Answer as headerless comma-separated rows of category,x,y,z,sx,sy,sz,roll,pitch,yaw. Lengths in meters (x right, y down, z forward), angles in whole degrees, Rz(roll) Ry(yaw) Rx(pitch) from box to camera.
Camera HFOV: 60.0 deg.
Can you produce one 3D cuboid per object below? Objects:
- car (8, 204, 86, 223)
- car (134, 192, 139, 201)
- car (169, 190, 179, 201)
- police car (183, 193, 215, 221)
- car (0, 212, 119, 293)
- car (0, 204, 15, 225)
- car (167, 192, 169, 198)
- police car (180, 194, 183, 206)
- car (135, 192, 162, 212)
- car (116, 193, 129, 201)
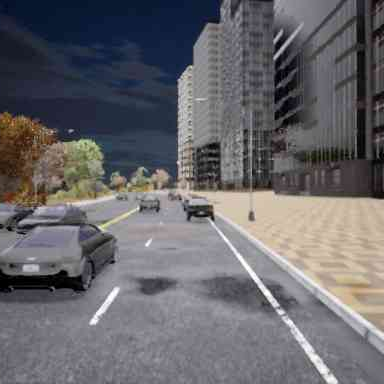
car,-6.837,1.345,16.940,2.033,1.411,5.357,0,1,-2
car,-9.410,0.799,60.181,2.128,1.511,4.902,0,1,-5
car,-2.677,0.838,58.307,1.812,1.442,4.674,0,1,-6
police car,0.517,1.120,24.254,1.930,1.638,5.238,0,1,-2
car,-3.234,1.459,8.638,1.994,1.385,4.181,0,1,-1
car,-10.136,1.350,18.320,1.994,1.385,4.181,0,1,-2
car,-4.369,0.319,74.549,2.097,1.767,4.553,0,1,-7
police car,0.052,0.999,34.337,1.930,1.638,5.238,0,1,-3
car,-4.001,1.096,32.393,2.128,1.511,4.902,0,1,-3
car,-12.748,0.856,60.947,1.994,1.385,4.181,0,1,-5
